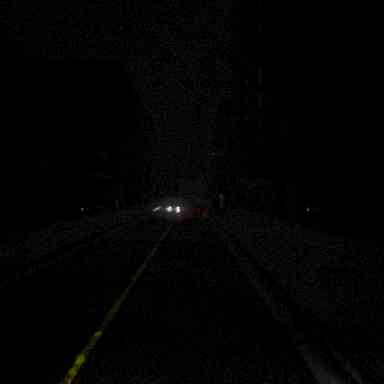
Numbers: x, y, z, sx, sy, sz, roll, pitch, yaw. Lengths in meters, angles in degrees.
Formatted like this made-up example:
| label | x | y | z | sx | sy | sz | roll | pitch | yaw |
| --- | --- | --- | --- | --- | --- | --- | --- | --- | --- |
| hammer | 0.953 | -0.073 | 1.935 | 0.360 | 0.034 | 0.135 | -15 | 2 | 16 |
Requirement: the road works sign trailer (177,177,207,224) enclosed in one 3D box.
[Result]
| label | x | y | z | sx | sy | sz | roll | pitch | yaw |
| --- | --- | --- | --- | --- | --- | --- | --- | --- | --- |
| road works sign trailer | -0.005 | 0.601 | 26.274 | 2.380 | 3.560 | 2.880 | 0 | 0 | 0 |

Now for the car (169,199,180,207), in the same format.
| label | x | y | z | sx | sy | sz | roll | pitch | yaw |
| --- | --- | --- | --- | --- | --- | --- | --- | --- | --- |
| car | -3.053 | 1.926 | 58.815 | 1.895 | 1.301 | 4.718 | 0 | 0 | 1 |
